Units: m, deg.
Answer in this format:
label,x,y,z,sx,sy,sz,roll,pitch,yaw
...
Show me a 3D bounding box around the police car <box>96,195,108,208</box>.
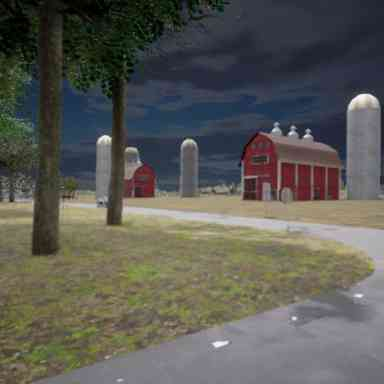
label,x,y,z,sx,sy,sz,roll,pitch,yaw
police car,-10.773,1.246,43.117,1.930,1.638,5.238,1,-1,-35
